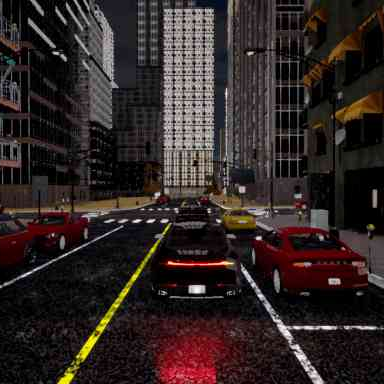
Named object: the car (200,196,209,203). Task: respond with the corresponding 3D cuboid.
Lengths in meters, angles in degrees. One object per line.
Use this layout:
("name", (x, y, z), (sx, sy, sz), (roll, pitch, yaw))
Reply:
("car", (2.572, 1.521, 68.774), (1.752, 1.417, 4.829), (-1, 0, 0))

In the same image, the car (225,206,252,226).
("car", (2.651, 1.522, 19.689), (1.752, 1.417, 4.829), (-1, 0, 0))

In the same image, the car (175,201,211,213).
("car", (0.067, 1.475, 18.675), (1.882, 1.535, 5.008), (0, 0, 0))

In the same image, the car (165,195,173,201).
("car", (-5.835, 1.521, 85.101), (1.752, 1.417, 4.829), (-1, 0, 0))

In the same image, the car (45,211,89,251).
("car", (-5.720, 1.542, 13.996), (1.887, 1.381, 4.507), (-1, 0, 0))

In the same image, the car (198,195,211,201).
("car", (2.580, 1.435, 63.045), (1.967, 1.590, 4.097), (-1, 0, 0))

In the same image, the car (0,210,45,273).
("car", (-5.712, 1.438, 8.472), (1.967, 1.590, 4.097), (-1, 0, 0))

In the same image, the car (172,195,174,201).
("car", (-5.819, 1.310, 74.152), (2.192, 1.841, 5.009), (-1, 0, 0))

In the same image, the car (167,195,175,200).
("car", (-5.843, 1.541, 90.830), (1.887, 1.381, 4.507), (-1, 0, 0))

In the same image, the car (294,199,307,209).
("car", (14.190, 1.254, 38.662), (4.507, 1.381, 1.887), (-1, 1, -1))

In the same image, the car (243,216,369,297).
("car", (2.670, 1.543, 8.472), (1.887, 1.381, 4.507), (-1, 0, 0))

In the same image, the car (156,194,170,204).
("car", (-5.799, 1.540, 63.033), (1.887, 1.381, 4.507), (-1, 0, 0))

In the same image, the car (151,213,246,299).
("car", (0.086, 1.503, 8.403), (1.837, 1.490, 4.892), (0, 0, 0))

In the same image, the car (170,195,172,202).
("car", (-5.810, 1.310, 68.593), (2.192, 1.841, 5.009), (-1, 0, 0))

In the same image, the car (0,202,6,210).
("car", (-23.908, 1.744, 38.277), (4.097, 1.590, 1.967), (-1, 1, -1))
